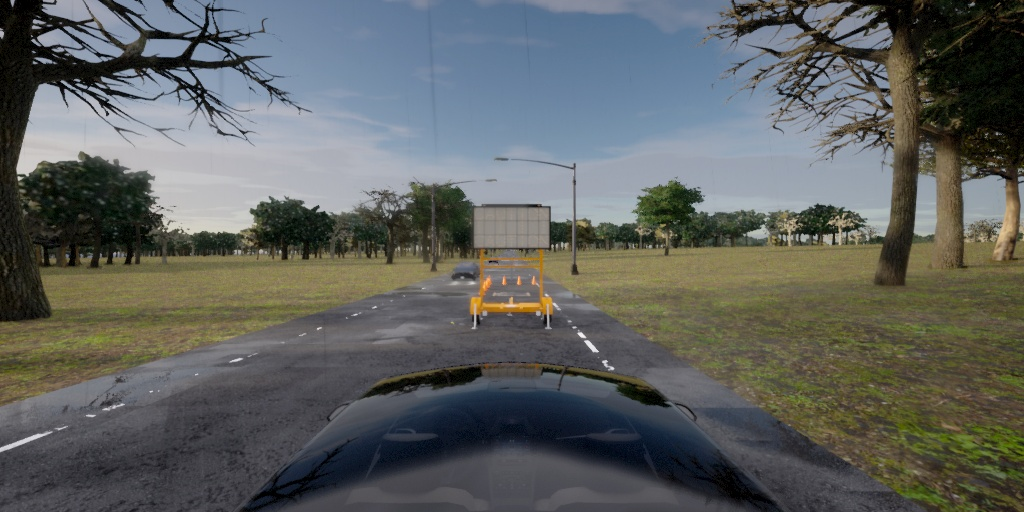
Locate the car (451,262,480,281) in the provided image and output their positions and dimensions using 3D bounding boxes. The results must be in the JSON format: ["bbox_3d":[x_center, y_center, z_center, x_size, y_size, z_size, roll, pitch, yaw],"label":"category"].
[{"bbox_3d":[-3.627,1.198,28.899,2.033,1.411,5.357,0,0,0],"label":"car"}]

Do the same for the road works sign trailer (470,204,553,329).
[{"bbox_3d":[-0.010,0.197,11.146,2.380,3.560,2.880,0,0,0],"label":"road works sign trailer"}]
